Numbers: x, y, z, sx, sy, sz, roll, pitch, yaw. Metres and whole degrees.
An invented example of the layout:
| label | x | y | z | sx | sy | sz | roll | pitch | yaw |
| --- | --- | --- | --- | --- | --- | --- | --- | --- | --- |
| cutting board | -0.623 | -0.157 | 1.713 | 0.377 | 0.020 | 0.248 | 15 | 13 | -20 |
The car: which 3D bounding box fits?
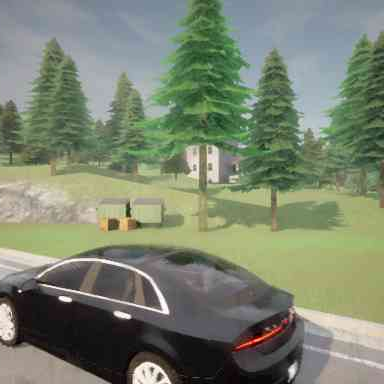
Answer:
| label | x | y | z | sx | sy | sz | roll | pitch | yaw |
| --- | --- | --- | --- | --- | --- | --- | --- | --- | --- |
| car | -0.976 | 1.505 | 4.689 | 4.892 | 1.490 | 1.837 | 0 | 0 | 36 |
